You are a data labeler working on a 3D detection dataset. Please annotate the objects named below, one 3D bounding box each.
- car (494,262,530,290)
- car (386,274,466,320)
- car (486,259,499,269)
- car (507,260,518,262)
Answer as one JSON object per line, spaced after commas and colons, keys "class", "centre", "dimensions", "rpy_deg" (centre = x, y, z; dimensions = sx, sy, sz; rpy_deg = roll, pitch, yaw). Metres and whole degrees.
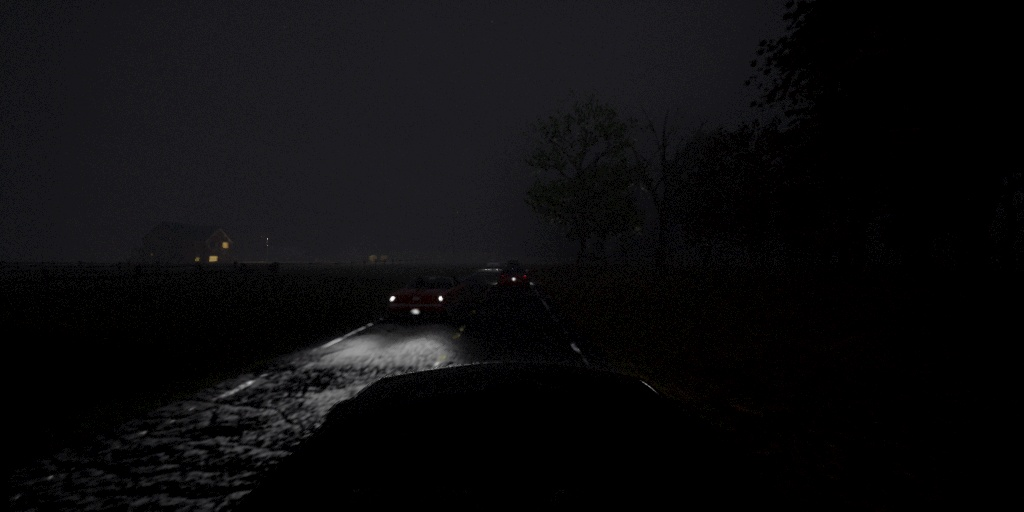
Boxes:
{"class": "car", "centre": [0.099, 1.310, 22.719], "dimensions": [1.994, 1.385, 4.181], "rpy_deg": [0, 0, 0]}
{"class": "car", "centre": [-2.851, 1.351, 12.850], "dimensions": [1.895, 1.301, 4.718], "rpy_deg": [0, 0, 0]}
{"class": "car", "centre": [-2.817, 1.259, 54.821], "dimensions": [1.812, 1.442, 4.674], "rpy_deg": [0, 0, 0]}
{"class": "car", "centre": [0.095, 1.245, 43.627], "dimensions": [1.837, 1.490, 4.892], "rpy_deg": [0, 0, 0]}
